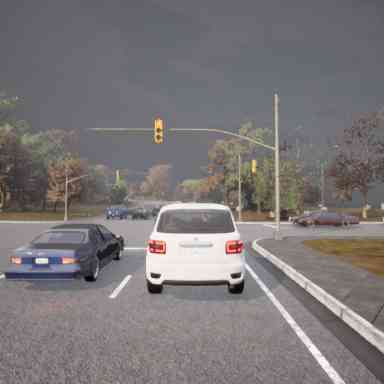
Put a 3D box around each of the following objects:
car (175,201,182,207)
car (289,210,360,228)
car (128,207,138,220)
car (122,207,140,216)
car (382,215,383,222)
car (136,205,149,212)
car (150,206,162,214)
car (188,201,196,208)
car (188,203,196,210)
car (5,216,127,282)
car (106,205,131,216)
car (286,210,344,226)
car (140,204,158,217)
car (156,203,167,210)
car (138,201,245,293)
[{"bbox_3d":[-3.561,3.101,87.467,1.882,1.535,5.008,0,0,-3],"label":"car"},{"bbox_3d":[11.727,2.390,29.154,5.357,1.411,2.033,0,-3,-1],"label":"car"},{"bbox_3d":[-7.070,3.148,45.822,1.895,1.301,4.718,0,-2,-1],"label":"car"},{"bbox_3d":[-10.556,3.381,58.006,2.033,1.411,5.357,0,-1,0],"label":"car"},{"bbox_3d":[21.430,2.508,33.029,4.902,1.511,2.128,0,-3,-3],"label":"car"},{"bbox_3d":[-10.474,3.469,70.717,1.895,1.301,4.718,0,0,0],"label":"car"},{"bbox_3d":[-7.016,3.487,65.271,1.895,1.301,4.718,0,0,1],"label":"car"},{"bbox_3d":[-0.085,3.295,87.819,1.837,1.490,4.892,0,0,-3],"label":"car"},{"bbox_3d":[0.029,3.339,77.667,1.837,1.490,4.892,0,0,0],"label":"car"},{"bbox_3d":[-3.414,1.665,10.057,2.033,1.411,5.357,0,-1,0],"label":"car"},{"bbox_3d":[-10.590,2.813,47.183,2.150,2.045,5.566,0,-2,-2],"label":"car"},{"bbox_3d":[12.008,2.491,32.669,4.902,1.511,2.128,0,-3,-1],"label":"car"},{"bbox_3d":[-7.069,3.012,55.350,2.150,2.045,5.566,0,-1,0],"label":"car"},{"bbox_3d":[-6.972,3.381,76.802,2.033,1.411,5.357,0,0,0],"label":"car"},{"bbox_3d":[0.086,1.321,9.202,2.150,2.045,5.566,0,-1,0],"label":"car"}]
